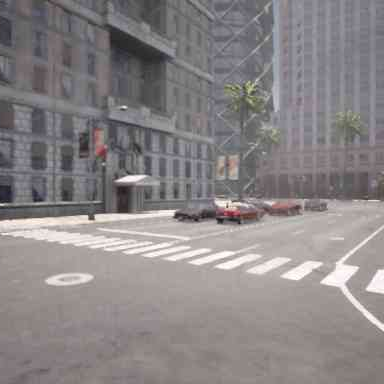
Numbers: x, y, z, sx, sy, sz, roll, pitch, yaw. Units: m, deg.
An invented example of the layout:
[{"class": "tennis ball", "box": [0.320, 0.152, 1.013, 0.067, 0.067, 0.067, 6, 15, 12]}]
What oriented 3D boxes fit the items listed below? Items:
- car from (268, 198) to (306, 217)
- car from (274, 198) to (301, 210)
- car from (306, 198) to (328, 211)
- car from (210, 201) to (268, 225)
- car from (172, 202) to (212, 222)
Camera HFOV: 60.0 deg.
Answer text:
[{"class": "car", "box": [9.023, 1.468, 32.079, 1.882, 1.535, 5.008, 0, 0, 36]}, {"class": "car", "box": [12.373, 1.514, 42.710, 1.812, 1.442, 4.674, 0, 0, 36]}, {"class": "car", "box": [15.077, 1.495, 40.472, 1.837, 1.490, 4.892, 0, 0, 36]}, {"class": "car", "box": [3.535, 1.592, 24.350, 1.895, 1.301, 4.718, 0, 0, 35]}, {"class": "car", "box": [0.712, 1.535, 26.421, 2.033, 1.411, 5.357, 0, 0, 35]}]
